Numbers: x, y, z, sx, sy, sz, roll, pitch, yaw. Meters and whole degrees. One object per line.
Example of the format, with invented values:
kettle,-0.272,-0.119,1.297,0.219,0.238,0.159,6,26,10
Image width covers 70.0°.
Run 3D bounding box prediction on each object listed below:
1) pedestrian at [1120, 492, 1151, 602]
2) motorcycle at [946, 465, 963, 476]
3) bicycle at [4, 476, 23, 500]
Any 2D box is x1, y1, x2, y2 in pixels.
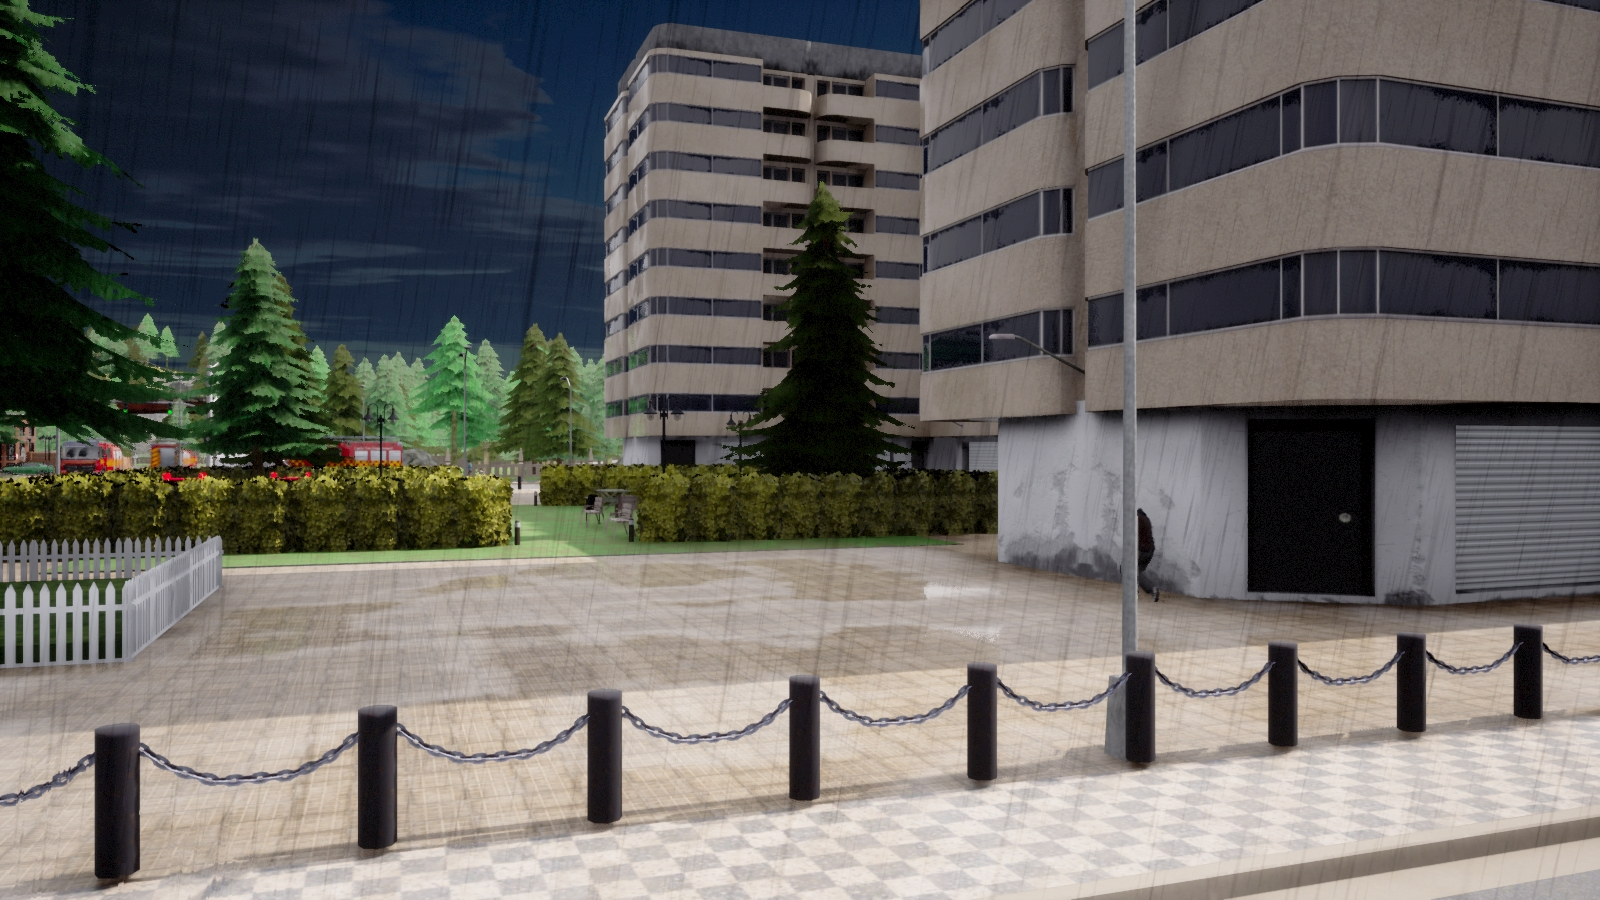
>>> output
pedestrian,5.818,1.672,19.787,0.375,1.860,0.375,0,0,-43
motorcycle,16.084,2.131,119.009,0.803,1.199,2.033,0,0,-20
bicycle,-44.769,2.158,65.040,0.859,1.276,1.487,-1,1,-35
